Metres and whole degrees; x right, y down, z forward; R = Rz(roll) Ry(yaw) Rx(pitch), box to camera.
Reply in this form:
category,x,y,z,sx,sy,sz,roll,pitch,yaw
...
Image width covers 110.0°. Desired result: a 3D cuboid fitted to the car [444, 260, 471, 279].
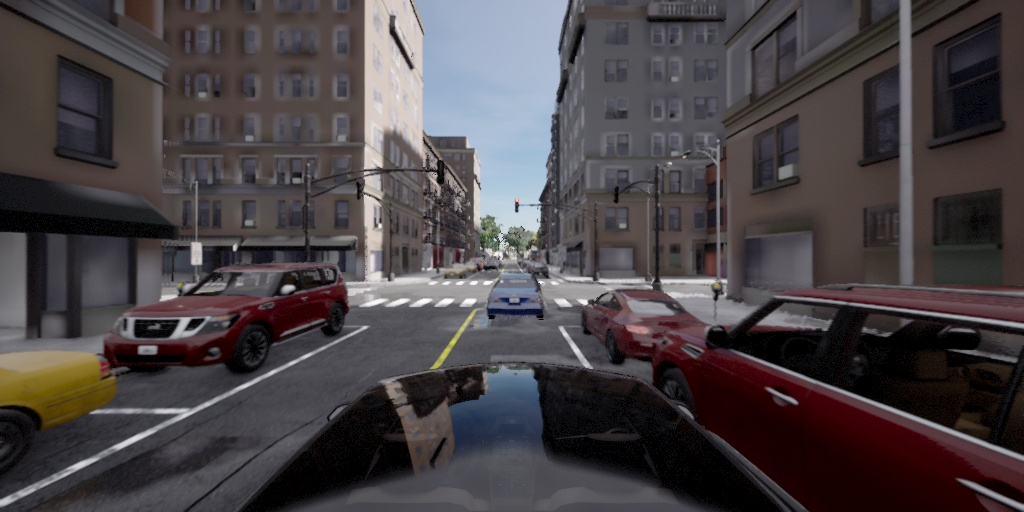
category,x,y,z,sx,sy,sz,roll,pitch,yaw
car,-5.416,1.367,34.664,1.751,1.417,4.829,0,0,0

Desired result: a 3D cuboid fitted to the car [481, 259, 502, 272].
category,x,y,z,sx,sy,sz,roll,pitch,yaw
car,-2.840,1.488,50.282,1.895,1.301,4.718,0,0,0

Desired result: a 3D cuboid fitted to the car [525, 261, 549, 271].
category,x,y,z,sx,sy,sz,roll,pitch,yaw
car,2.637,1.393,34.835,2.007,1.370,4.403,0,0,0

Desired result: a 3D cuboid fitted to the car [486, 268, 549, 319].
category,x,y,z,sx,sy,sz,roll,pitch,yaw
car,0.216,1.328,12.866,2.033,1.411,5.357,0,0,3

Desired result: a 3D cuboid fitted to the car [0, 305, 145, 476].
category,x,y,z,sx,sy,sz,roll,pitch,yaw
car,-5.400,1.276,1.978,1.751,1.417,4.829,0,0,0

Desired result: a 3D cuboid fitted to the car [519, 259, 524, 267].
category,x,y,z,sx,sy,sz,roll,pitch,yaw
car,2.636,1.473,62.244,2.007,1.370,4.403,0,0,0

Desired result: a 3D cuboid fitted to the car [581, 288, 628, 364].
category,x,y,z,sx,sy,sz,roll,pitch,yaw
car,2.638,1.349,7.826,1.802,1.307,4.207,0,0,0

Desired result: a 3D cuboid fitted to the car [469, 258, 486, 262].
category,x,y,z,sx,sy,sz,roll,pitch,yaw
car,-5.411,1.204,51.280,2.192,1.841,5.009,0,0,0

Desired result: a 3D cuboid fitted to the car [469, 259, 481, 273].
category,x,y,z,sx,sy,sz,roll,pitch,yaw
car,-5.413,1.399,45.628,1.751,1.417,4.829,0,0,0

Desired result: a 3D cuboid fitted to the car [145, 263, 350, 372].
category,x,y,z,sx,sy,sz,roll,pitch,yaw
car,-5.401,1.081,7.827,2.192,1.841,5.009,0,0,0

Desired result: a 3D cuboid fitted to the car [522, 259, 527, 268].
category,x,y,z,sx,sy,sz,roll,pitch,yaw
car,2.637,1.425,45.798,2.007,1.370,4.403,0,0,0

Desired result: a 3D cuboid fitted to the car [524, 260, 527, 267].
category,x,y,z,sx,sy,sz,roll,pitch,yaw
car,2.637,1.403,40.316,1.888,1.381,4.507,0,0,0

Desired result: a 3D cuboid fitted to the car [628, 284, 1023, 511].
category,x,y,z,sx,sy,sz,roll,pitch,yaw
car,2.638,1.066,2.147,2.192,1.841,5.009,0,0,0
